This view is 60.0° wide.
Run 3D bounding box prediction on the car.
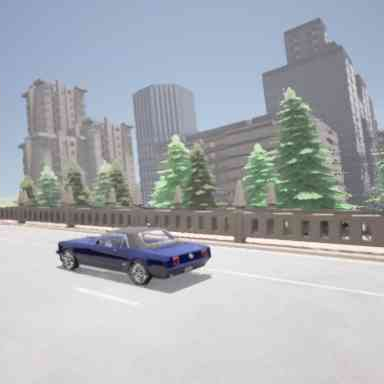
[{"bbox_3d":[-1.886,1.684,9.651,4.718,1.301,1.895,-1,-1,36],"label":"car"}]
